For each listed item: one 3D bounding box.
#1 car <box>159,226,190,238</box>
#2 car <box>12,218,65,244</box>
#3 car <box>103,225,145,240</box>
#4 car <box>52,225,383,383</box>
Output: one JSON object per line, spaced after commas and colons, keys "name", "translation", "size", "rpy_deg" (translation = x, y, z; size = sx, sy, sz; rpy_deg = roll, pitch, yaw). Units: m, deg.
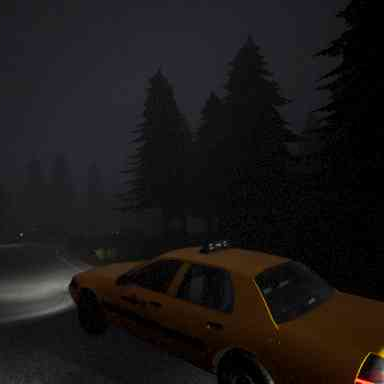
{"name": "car", "translation": [-2.313, 5.542, 46.281], "size": [1.882, 1.535, 5.008], "rpy_deg": [-5, -8, 30]}
{"name": "car", "translation": [-12.729, 3.229, 28.197], "size": [2.150, 2.045, 5.566], "rpy_deg": [-4, -7, 6]}
{"name": "car", "translation": [-7.437, 4.509, 36.976], "size": [2.033, 1.411, 5.357], "rpy_deg": [-4, -8, 20]}
{"name": "car", "translation": [0.122, 1.441, 4.753], "size": [5.366, 1.575, 1.801], "rpy_deg": [0, 1, 43]}
